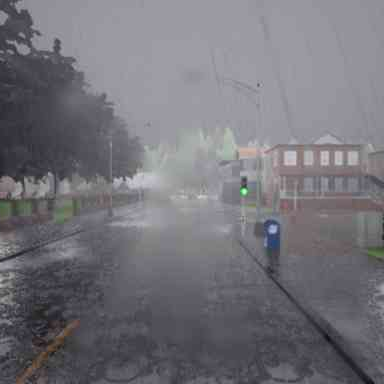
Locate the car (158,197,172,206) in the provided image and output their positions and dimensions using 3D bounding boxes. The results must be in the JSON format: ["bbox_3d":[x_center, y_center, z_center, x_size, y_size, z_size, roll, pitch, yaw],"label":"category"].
[{"bbox_3d":[-4.057,1.436,50.539,1.895,1.301,4.718,0,0,0],"label":"car"}]
